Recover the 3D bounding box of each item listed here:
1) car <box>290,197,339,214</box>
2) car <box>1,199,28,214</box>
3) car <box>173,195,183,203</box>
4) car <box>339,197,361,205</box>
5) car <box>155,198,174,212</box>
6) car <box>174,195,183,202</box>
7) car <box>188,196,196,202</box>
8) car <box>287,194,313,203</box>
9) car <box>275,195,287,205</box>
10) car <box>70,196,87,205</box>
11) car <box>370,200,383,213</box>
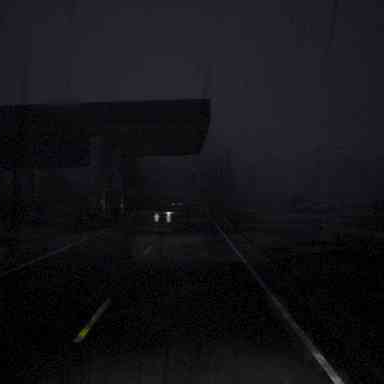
[{"bbox_3d":[12.671,1.535,34.472,3.806,1.475,1.970,0,0,-1],"label":"car"},{"bbox_3d":[-20.742,1.672,38.131,2.242,1.667,4.611,0,0,-1],"label":"car"},{"bbox_3d":[-3.530,1.621,78.705,2.150,2.045,5.566,0,0,0],"label":"car"},{"bbox_3d":[28.251,1.638,60.480,4.674,1.442,1.812,0,0,0],"label":"car"},{"bbox_3d":[-3.687,1.741,42.857,1.812,1.442,4.674,0,0,-1],"label":"car"},{"bbox_3d":[-3.534,1.803,89.012,2.097,1.767,4.553,0,0,0],"label":"car"},{"bbox_3d":[-0.035,1.812,90.973,2.097,1.767,4.553,0,0,0],"label":"car"},{"bbox_3d":[13.261,1.267,37.801,3.866,1.878,1.905,0,0,-1],"label":"car"},{"bbox_3d":[18.044,1.334,60.445,5.566,2.045,2.150,0,0,0],"label":"car"},{"bbox_3d":[-19.621,1.479,60.304,4.553,1.767,2.097,1,0,0],"label":"car"},{"bbox_3d":[21.150,1.271,34.565,4.605,1.855,1.932,0,0,-1],"label":"car"}]
